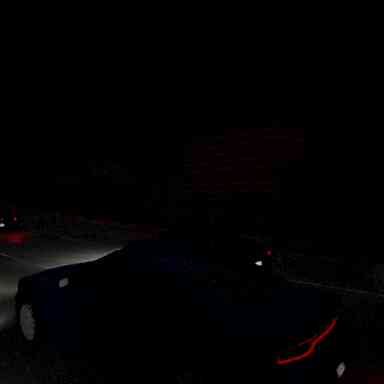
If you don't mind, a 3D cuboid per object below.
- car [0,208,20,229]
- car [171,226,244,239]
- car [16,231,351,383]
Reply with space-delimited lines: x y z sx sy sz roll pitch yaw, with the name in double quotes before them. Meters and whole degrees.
"car" -12.487 1.642 21.199 1.895 1.301 4.718 0 0 -39
"car" -0.046 1.590 8.724 4.181 1.385 1.994 0 0 39
"car" -0.568 1.491 4.632 5.008 1.535 1.882 0 0 37
